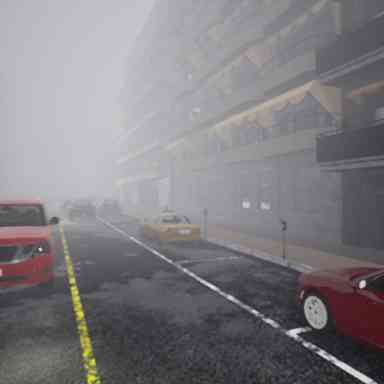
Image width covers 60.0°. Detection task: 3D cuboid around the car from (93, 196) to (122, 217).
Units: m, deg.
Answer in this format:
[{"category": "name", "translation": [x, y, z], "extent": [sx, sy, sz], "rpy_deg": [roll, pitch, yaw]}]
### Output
[{"category": "car", "translation": [-7.633, 1.335, 30.400], "extent": [1.967, 1.590, 4.097], "rpy_deg": [1, 0, -23]}]

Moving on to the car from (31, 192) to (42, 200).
[{"category": "car", "translation": [-37.196, 0.976, 79.586], "extent": [2.192, 1.841, 5.009], "rpy_deg": [1, 0, -23]}]

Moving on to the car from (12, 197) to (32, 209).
[{"category": "car", "translation": [-21.937, 1.393, 42.941], "extent": [1.947, 1.339, 4.313], "rpy_deg": [1, 0, -23]}]

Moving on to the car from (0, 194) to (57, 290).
[{"category": "car", "translation": [-4.857, 1.188, 8.902], "extent": [2.150, 2.045, 5.566], "rpy_deg": [0, 0, -23]}]

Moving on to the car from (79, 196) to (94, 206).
[{"category": "car", "translation": [-16.356, 1.351, 51.338], "extent": [1.887, 1.381, 4.507], "rpy_deg": [1, 0, -23]}]

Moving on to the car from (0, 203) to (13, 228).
[{"category": "car", "translation": [-13.213, 1.464, 22.000], "extent": [2.008, 1.369, 4.403], "rpy_deg": [1, 0, -23]}]

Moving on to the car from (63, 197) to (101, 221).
[{"category": "car", "translation": [-8.809, 1.399, 26.398], "extent": [2.128, 1.511, 4.902], "rpy_deg": [0, 0, -22]}]

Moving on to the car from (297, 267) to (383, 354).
[{"category": "car", "translation": [3.268, 1.537, 4.225], "extent": [1.887, 1.381, 4.507], "rpy_deg": [1, 0, -23]}]

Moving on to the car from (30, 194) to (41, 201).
[{"category": "car", "translation": [-35.020, 1.237, 74.351], "extent": [2.008, 1.369, 4.403], "rpy_deg": [1, 0, -23]}]

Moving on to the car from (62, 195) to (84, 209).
[{"category": "car", "translation": [-14.753, 1.410, 40.691], "extent": [1.994, 1.385, 4.181], "rpy_deg": [0, 0, -23]}]

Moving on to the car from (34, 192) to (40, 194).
[{"category": "car", "translation": [-28.477, 1.198, 58.647], "extent": [1.967, 1.590, 4.097], "rpy_deg": [1, 0, -23]}]

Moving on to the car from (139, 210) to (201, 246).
[{"category": "car", "translation": [-1.158, 1.480, 14.852], "extent": [1.752, 1.417, 4.829], "rpy_deg": [1, 0, -23]}]
